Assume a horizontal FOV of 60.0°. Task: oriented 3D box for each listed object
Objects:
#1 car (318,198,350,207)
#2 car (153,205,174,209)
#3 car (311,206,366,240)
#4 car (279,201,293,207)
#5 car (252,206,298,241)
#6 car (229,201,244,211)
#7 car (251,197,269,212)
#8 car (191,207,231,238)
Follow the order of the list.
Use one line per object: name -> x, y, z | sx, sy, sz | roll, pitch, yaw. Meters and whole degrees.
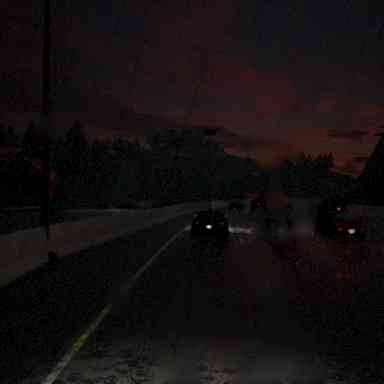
car -> 13.493, 1.621, 31.932 | 2.150, 2.045, 5.566 | 0, 0, 11
car -> -4.337, 1.710, 49.702 | 2.150, 2.045, 5.566 | 0, -1, 14
car -> 8.073, 1.759, 18.601 | 1.812, 1.442, 4.674 | 0, 0, 6
car -> 14.258, 2.071, 50.676 | 1.882, 1.535, 5.008 | 0, -1, 16
car -> 4.498, 1.735, 18.086 | 1.812, 1.442, 4.674 | 0, 0, 6
car -> 6.656, 2.050, 49.569 | 1.837, 1.490, 4.892 | 0, 0, 15
car -> 9.732, 1.764, 47.755 | 2.150, 2.045, 5.566 | 0, -1, 15
car -> 1.083, 1.766, 18.964 | 1.994, 1.385, 4.181 | 0, -1, 6
